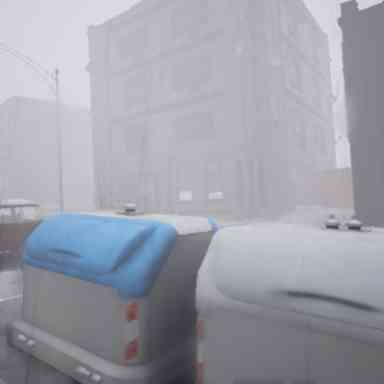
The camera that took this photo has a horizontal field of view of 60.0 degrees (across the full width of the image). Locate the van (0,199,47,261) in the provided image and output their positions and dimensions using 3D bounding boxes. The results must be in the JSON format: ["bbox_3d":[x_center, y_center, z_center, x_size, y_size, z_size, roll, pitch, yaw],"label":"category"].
[{"bbox_3d":[-6.461,1.236,10.072,1.878,1.987,4.442,0,0,36],"label":"van"}]
